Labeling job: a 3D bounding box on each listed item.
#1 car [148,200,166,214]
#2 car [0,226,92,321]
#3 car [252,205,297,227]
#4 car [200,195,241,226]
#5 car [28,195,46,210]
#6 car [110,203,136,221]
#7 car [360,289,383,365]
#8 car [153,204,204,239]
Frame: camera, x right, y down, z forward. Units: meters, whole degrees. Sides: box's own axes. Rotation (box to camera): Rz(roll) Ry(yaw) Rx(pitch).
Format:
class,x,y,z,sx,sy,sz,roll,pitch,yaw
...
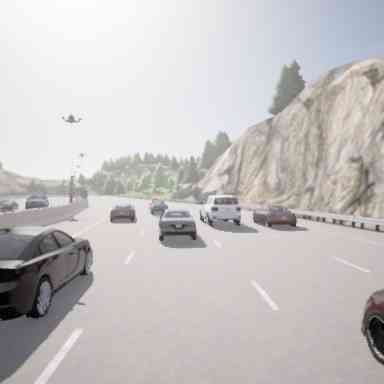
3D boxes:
class,x,y,z,sx,sy,sz,roll,pitch,yaw
car,-3.698,1.624,36.423,2.033,1.411,5.357,0,0,-11
car,-3.669,1.500,7.408,1.882,1.535,5.008,0,0,-2
car,5.539,1.594,22.844,1.994,1.385,4.181,0,0,-7
car,1.918,1.262,23.886,2.150,2.045,5.566,0,0,-7
car,-19.702,1.348,42.710,2.150,2.045,5.566,0,0,-14
car,-5.767,1.629,27.975,1.994,1.385,4.181,0,0,-9
car,3.464,1.562,3.147,1.994,1.385,4.181,0,0,-1
car,-0.849,1.582,17.454,2.033,1.411,5.357,0,0,-6
